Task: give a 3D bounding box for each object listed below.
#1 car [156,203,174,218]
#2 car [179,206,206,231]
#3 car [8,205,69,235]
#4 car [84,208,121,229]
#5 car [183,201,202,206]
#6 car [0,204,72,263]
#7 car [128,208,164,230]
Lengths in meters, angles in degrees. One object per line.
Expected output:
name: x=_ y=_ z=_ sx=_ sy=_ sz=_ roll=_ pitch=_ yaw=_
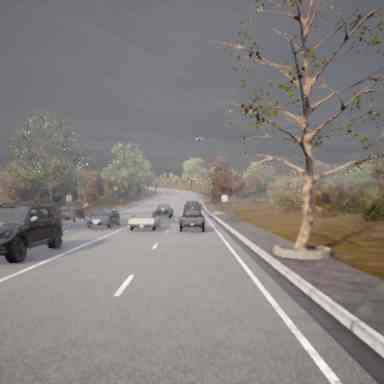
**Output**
car: x=-3.422 y=2.256 z=41.464 sx=2.097 sy=1.767 sz=4.553 roll=0 pitch=-1 yaw=0
car: x=0.026 y=2.021 z=24.680 sx=2.128 sy=1.511 sz=4.902 roll=0 pitch=-1 yaw=1
car: x=-10.530 y=1.850 z=23.276 sx=2.097 sy=1.767 sz=4.553 roll=0 pitch=-1 yaw=1
car: x=-7.018 y=2.070 z=26.774 sx=2.128 sy=1.511 sz=4.902 roll=0 pitch=-1 yaw=1
car: x=0.079 y=2.133 z=41.676 sx=2.150 sy=2.045 sz=5.566 roll=0 pitch=-1 yaw=0
car: x=-7.085 y=1.503 z=13.444 sx=2.150 sy=2.045 sz=5.566 roll=0 pitch=-2 yaw=0
car: x=-3.471 y=2.143 z=25.253 sx=1.895 sy=1.301 sz=4.718 roll=0 pitch=-1 yaw=1
